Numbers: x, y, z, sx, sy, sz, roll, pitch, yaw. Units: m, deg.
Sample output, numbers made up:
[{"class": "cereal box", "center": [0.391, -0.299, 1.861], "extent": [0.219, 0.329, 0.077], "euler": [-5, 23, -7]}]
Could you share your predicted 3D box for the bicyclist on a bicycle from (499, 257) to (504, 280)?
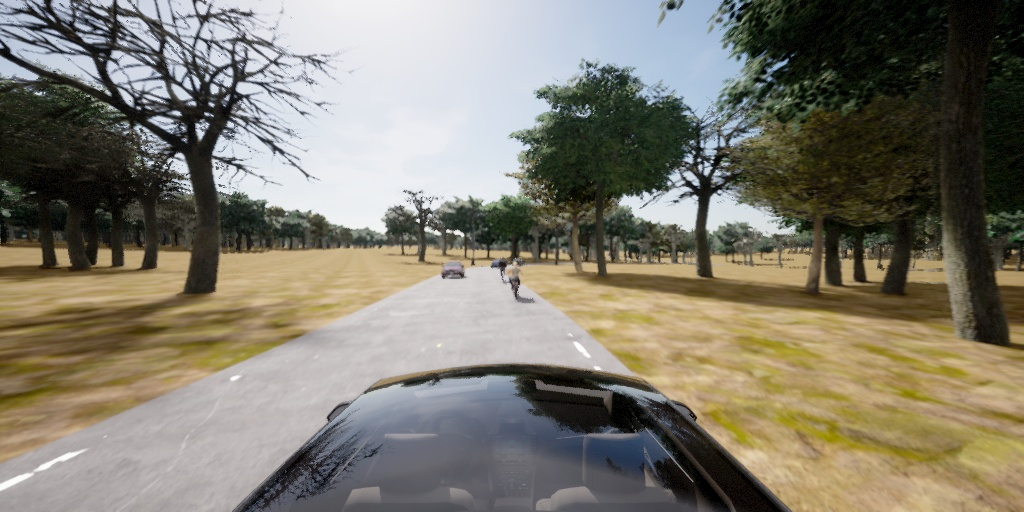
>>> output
[{"class": "bicyclist on a bicycle", "center": [-0.657, 0.929, 25.470], "extent": [0.659, 1.776, 1.843], "euler": [1, 0, -5]}]

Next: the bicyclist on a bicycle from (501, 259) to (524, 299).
[{"class": "bicyclist on a bicycle", "center": [0.128, 1.047, 15.877], "extent": [0.866, 1.612, 1.509], "euler": [-1, 0, -5]}]

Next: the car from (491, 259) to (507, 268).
[{"class": "car", "center": [-2.116, 1.232, 57.784], "extent": [2.033, 1.411, 5.357], "euler": [0, 0, 8]}]

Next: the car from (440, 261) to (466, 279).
[{"class": "car", "center": [-5.112, 1.178, 31.554], "extent": [1.812, 1.442, 4.674], "euler": [-1, 0, -5]}]
